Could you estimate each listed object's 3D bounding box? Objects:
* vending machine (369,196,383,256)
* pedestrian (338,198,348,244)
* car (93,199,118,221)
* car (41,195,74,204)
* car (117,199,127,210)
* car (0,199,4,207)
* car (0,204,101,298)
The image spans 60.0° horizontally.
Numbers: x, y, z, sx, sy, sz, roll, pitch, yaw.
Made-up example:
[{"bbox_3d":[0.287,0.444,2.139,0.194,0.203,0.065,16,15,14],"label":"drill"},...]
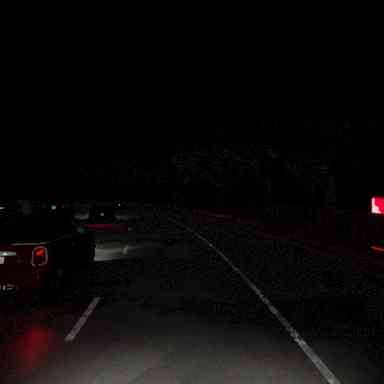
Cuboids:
[{"bbox_3d":[7.227,1.193,12.073,1.100,2.100,0.880,0,0,-6],"label":"vending machine"},{"bbox_3d":[5.917,1.140,13.261,0.375,1.860,0.375,-1,0,-7],"label":"pedestrian"},{"bbox_3d":[-7.295,1.511,26.949,1.882,1.535,5.008,0,0,-15],"label":"car"},{"bbox_3d":[-10.968,1.265,27.194,2.150,2.045,5.566,0,0,-16],"label":"car"},{"bbox_3d":[-10.120,1.636,44.562,1.994,1.385,4.181,0,0,-24],"label":"car"},{"bbox_3d":[-31.188,1.699,52.837,1.837,1.490,4.892,0,0,-35],"label":"car"},{"bbox_3d":[-3.976,1.356,8.626,2.097,1.767,4.553,0,0,-4],"label":"car"}]
